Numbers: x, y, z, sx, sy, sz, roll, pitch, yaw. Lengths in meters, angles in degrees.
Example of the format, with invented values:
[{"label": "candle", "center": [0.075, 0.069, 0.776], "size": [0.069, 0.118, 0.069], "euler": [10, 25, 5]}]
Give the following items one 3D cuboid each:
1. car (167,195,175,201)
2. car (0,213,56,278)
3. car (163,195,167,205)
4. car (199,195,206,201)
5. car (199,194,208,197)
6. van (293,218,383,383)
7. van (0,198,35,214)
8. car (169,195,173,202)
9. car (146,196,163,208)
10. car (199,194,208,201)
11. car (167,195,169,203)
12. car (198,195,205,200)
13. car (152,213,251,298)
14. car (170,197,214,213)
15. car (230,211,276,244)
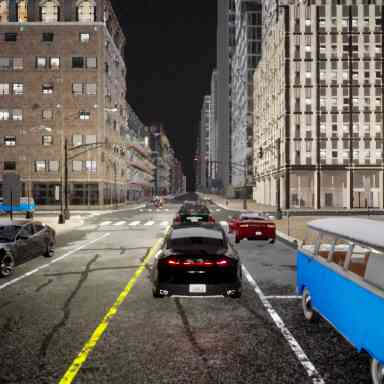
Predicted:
[{"label": "car", "center": [-5.620, 1.475, 87.586], "size": [1.752, 1.417, 4.829], "euler": [1, 0, 0]}, {"label": "car", "center": [-5.675, 1.567, 10.179], "size": [1.947, 1.339, 4.313], "euler": [1, 0, 0]}, {"label": "car", "center": [-5.642, 1.426, 53.847], "size": [1.967, 1.590, 4.097], "euler": [1, 0, 0]}, {"label": "car", "center": [2.760, 1.474, 87.918], "size": [1.752, 1.417, 4.829], "euler": [1, 0, 0]}, {"label": "car", "center": [2.740, 1.531, 59.491], "size": [2.008, 1.369, 4.403], "euler": [1, 0, 0]}, {"label": "van", "center": [2.704, 1.342, 4.591], "size": [1.690, 1.788, 3.998], "euler": [1, 0, 0]}, {"label": "van", "center": [-19.711, 1.525, 37.074], "size": [3.998, 1.788, 1.690], "euler": [0, 0, 1]}, {"label": "car", "center": [-5.633, 1.519, 70.800], "size": [2.008, 1.369, 4.403], "euler": [1, 0, 0]}, {"label": "car", "center": [-5.649, 1.573, 48.194], "size": [1.802, 1.307, 4.206], "euler": [1, 0, 0]}, {"label": "car", "center": [2.757, 1.396, 82.097], "size": [1.967, 1.590, 4.097], "euler": [1, 0, 0]}, {"label": "car", "center": [-5.640, 1.562, 59.498], "size": [1.802, 1.307, 4.206], "euler": [1, 0, 0]}, {"label": "car", "center": [2.763, 1.524, 93.400], "size": [1.802, 1.307, 4.206], "euler": [1, 0, 0]}, {"label": "car", "center": [0.107, 1.506, 8.473], "size": [1.837, 1.490, 4.892], "euler": [0, 0, 0]}, {"label": "car", "center": [0.082, 1.352, 17.566], "size": [2.097, 1.767, 4.553], "euler": [0, 0, -1]}, {"label": "car", "center": [2.709, 1.545, 15.744], "size": [1.887, 1.381, 4.507], "euler": [1, 0, 0]}]
